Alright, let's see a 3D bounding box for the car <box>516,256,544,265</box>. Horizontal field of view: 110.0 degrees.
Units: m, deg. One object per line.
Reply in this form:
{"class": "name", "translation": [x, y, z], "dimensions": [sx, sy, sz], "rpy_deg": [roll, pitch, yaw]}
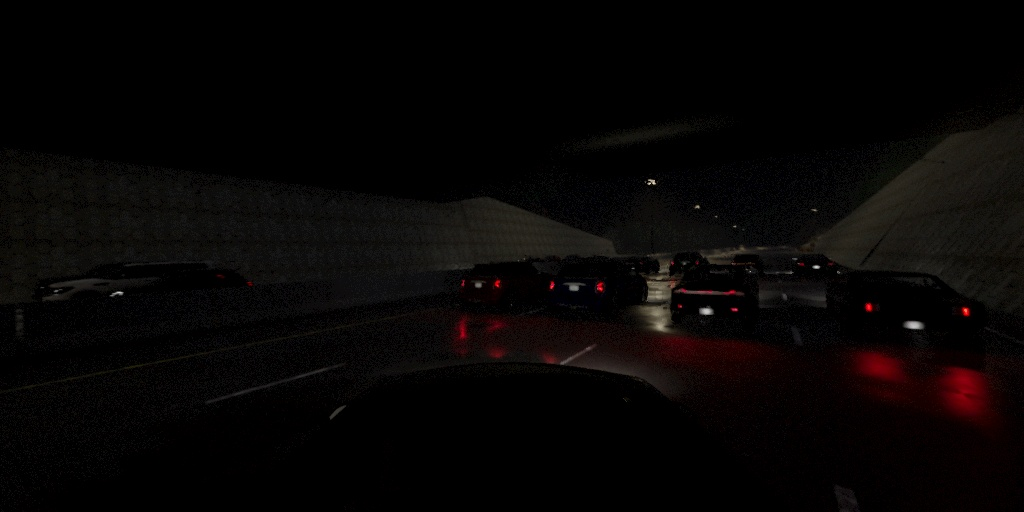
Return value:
{"class": "car", "translation": [2.788, 0.678, 54.258], "dimensions": [1.895, 1.301, 4.718], "rpy_deg": [-1, 1, 36]}

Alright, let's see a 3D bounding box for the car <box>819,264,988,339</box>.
{"class": "car", "translation": [9.245, 1.029, 8.914], "dimensions": [1.895, 1.301, 4.718], "rpy_deg": [-1, 1, 36]}

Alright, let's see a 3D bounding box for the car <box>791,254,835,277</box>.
{"class": "car", "translation": [19.341, 0.580, 23.057], "dimensions": [1.994, 1.385, 4.181], "rpy_deg": [-1, 1, 36]}

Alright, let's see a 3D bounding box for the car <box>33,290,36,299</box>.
{"class": "car", "translation": [-21.904, 1.391, 19.857], "dimensions": [2.150, 2.045, 5.566], "rpy_deg": [-1, 1, 36]}

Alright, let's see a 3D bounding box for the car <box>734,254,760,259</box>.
{"class": "car", "translation": [16.107, 0.595, 24.552], "dimensions": [1.837, 1.490, 4.892], "rpy_deg": [-1, 1, 36]}

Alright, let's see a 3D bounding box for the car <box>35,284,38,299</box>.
{"class": "car", "translation": [-19.154, 1.593, 17.679], "dimensions": [1.882, 1.535, 5.008], "rpy_deg": [-1, 1, 36]}

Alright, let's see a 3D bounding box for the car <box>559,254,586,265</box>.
{"class": "car", "translation": [8.499, 0.490, 50.215], "dimensions": [1.812, 1.442, 4.674], "rpy_deg": [-1, 1, 36]}

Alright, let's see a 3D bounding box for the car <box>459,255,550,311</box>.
{"class": "car", "translation": [0.070, 0.979, 14.139], "dimensions": [2.097, 1.767, 4.553], "rpy_deg": [-1, 1, 36]}

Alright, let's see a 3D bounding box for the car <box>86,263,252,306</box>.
{"class": "car", "translation": [-13.061, 1.336, 14.170], "dimensions": [2.097, 1.767, 4.553], "rpy_deg": [-1, 1, 36]}

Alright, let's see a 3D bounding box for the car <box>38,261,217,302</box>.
{"class": "car", "translation": [-16.170, 1.274, 15.843], "dimensions": [2.150, 2.045, 5.566], "rpy_deg": [-1, 1, 36]}

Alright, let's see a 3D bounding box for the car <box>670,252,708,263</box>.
{"class": "car", "translation": [13.061, 0.507, 26.312], "dimensions": [2.097, 1.767, 4.553], "rpy_deg": [-1, 1, 36]}

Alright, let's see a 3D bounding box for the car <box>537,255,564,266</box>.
{"class": "car", "translation": [5.653, 0.635, 52.249], "dimensions": [1.812, 1.442, 4.674], "rpy_deg": [-1, 1, 36]}

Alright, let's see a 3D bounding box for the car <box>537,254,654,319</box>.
{"class": "car", "translation": [3.061, 0.915, 12.306], "dimensions": [2.097, 1.767, 4.553], "rpy_deg": [-1, 1, 36]}

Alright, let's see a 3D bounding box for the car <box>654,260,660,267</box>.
{"class": "car", "translation": [10.369, 0.698, 28.561], "dimensions": [2.128, 1.511, 4.902], "rpy_deg": [-1, 1, 36]}

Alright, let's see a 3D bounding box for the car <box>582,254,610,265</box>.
{"class": "car", "translation": [11.328, 0.392, 48.156], "dimensions": [1.895, 1.301, 4.718], "rpy_deg": [-1, 1, 36]}

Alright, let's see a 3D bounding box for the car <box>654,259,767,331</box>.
{"class": "car", "translation": [5.843, 1.000, 10.174], "dimensions": [2.128, 1.511, 4.902], "rpy_deg": [-1, 1, 36]}
